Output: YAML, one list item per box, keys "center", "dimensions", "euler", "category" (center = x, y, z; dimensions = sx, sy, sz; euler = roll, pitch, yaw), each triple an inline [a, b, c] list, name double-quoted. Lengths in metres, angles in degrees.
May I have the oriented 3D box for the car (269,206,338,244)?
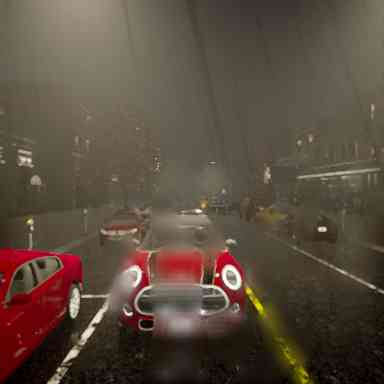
- center: [5.298, 1.573, 15.716]
  dimensions: [1.947, 1.339, 4.313]
  euler: [-1, 0, -1]
  category: "car"

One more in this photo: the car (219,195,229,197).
- center: [4.684, 1.539, 43.621]
  dimensions: [1.752, 1.417, 4.829]
  euler: [-1, 0, -1]
  category: "car"

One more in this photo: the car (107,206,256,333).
- center: [-0.202, 1.354, 7.124]
  dimensions: [2.097, 1.767, 4.553]
  euler: [0, 0, -1]
  category: "car"

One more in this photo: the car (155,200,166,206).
- center: [-3.324, 1.589, 26.624]
  dimensions: [1.802, 1.307, 4.206]
  euler: [0, 0, -1]
  category: "car"

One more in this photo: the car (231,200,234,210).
- center: [4.810, 1.595, 37.904]
  dimensions: [1.802, 1.307, 4.206]
  euler: [-1, 0, -1]
  category: "car"

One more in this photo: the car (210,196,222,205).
- center: [4.317, 1.543, 60.262]
  dimensions: [1.752, 1.417, 4.829]
  euler: [-1, 0, -1]
  category: "car"

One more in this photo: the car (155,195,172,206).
- center: [-3.693, 1.326, 43.265]
  dimensions: [2.192, 1.841, 5.009]
  euler: [0, 0, -1]
  category: "car"

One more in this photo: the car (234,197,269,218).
- center: [5.052, 1.325, 26.811]
  dimensions: [2.192, 1.841, 5.009]
  euler: [-1, 0, -1]
  category: "car"

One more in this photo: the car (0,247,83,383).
- center: [-2.836, 1.545, 4.436]
  dimensions: [1.887, 1.381, 4.507]
  euler: [0, 0, -1]
  category: "car"

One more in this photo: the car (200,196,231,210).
- center: [2.304, 1.502, 33.611]
  dimensions: [2.128, 1.511, 4.902]
  euler: [0, 0, -1]
  category: "car"

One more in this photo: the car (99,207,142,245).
- center: [-3.080, 1.586, 15.530]
  dimensions: [1.802, 1.307, 4.206]
  euler: [0, 0, -1]
  category: "car"

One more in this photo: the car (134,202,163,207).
- center: [-3.203, 1.556, 21.076]
  dimensions: [2.008, 1.369, 4.403]
  euler: [0, 0, -1]
  category: "car"

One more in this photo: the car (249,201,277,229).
- center: [5.173, 1.534, 21.432]
  dimensions: [1.752, 1.417, 4.829]
  euler: [-1, 0, -1]
  category: "car"
